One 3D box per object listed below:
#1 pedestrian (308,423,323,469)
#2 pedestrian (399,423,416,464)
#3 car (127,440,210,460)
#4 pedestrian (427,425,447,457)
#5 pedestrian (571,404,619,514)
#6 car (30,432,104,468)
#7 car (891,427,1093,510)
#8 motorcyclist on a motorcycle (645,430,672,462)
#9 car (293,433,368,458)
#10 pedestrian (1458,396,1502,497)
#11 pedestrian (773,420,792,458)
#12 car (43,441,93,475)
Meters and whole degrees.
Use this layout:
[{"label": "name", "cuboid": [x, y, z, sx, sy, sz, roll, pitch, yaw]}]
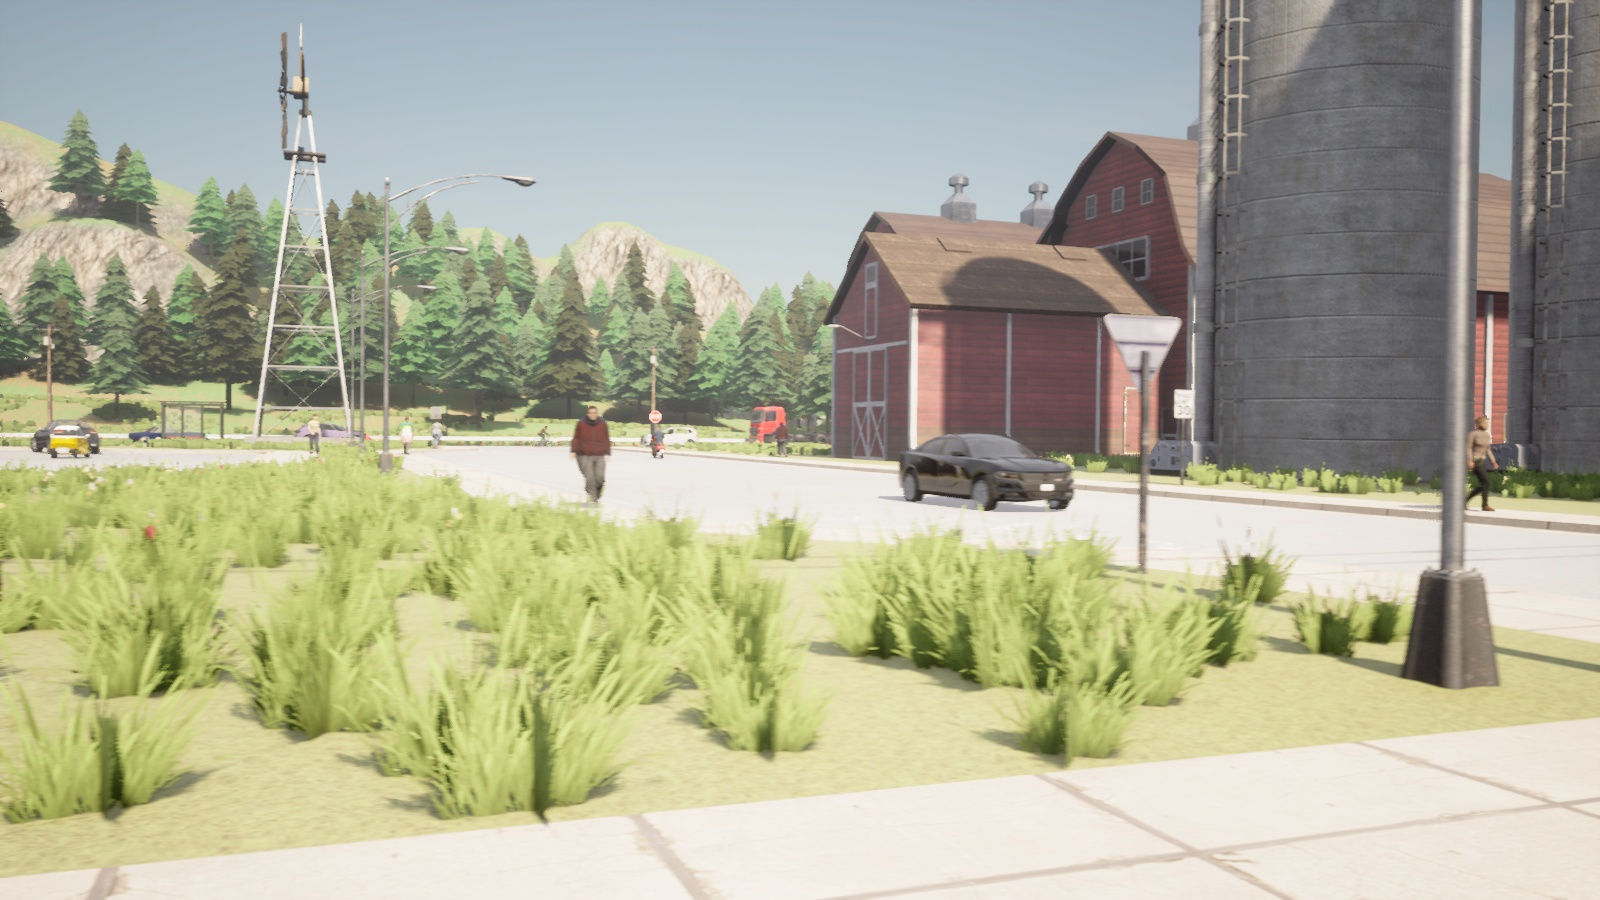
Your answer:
[{"label": "pedestrian", "cuboid": [-19.492, -0.152, 50.528, 0.345, 1.836, 0.594, -1, 1, -41]}, {"label": "pedestrian", "cuboid": [-18.525, -0.311, 59.268, 0.659, 1.952, 0.873, -1, 1, -24]}, {"label": "car", "cuboid": [-42.231, -0.014, 84.091, 4.718, 1.301, 1.895, -1, 1, -20]}, {"label": "pedestrian", "cuboid": [-21.581, -0.529, 74.655, 0.874, 1.855, 0.900, -1, 1, 0]}, {"label": "pedestrian", "cuboid": [-3.508, 0.141, 21.497, 0.634, 1.844, 0.899, -1, 1, -20]}, {"label": "car", "cuboid": [-35.439, -0.029, 60.664, 2.152, 1.651, 5.027, -1, 1, -41]}, {"label": "car", "cuboid": [3.823, 0.310, 26.047, 1.882, 1.535, 5.008, -1, 1, -22]}, {"label": "motorcyclist on a motorcycle", "cuboid": [-7.137, -0.202, 63.340, 0.866, 1.590, 1.817, -1, 1, -22]}, {"label": "car", "cuboid": [-32.739, -0.344, 87.633, 4.856, 1.649, 2.033, -1, 1, -21]}, {"label": "pedestrian", "cuboid": [12.661, -0.064, 23.379, 0.331, 1.846, 0.634, -1, 1, -28]}, {"label": "pedestrian", "cuboid": [-0.886, -0.556, 62.433, 0.634, 1.844, 0.899, -1, 1, -25]}, {"label": "car", "cuboid": [-30.845, 0.325, 52.962, 1.481, 1.376, 2.207, -1, 1, -21]}]
